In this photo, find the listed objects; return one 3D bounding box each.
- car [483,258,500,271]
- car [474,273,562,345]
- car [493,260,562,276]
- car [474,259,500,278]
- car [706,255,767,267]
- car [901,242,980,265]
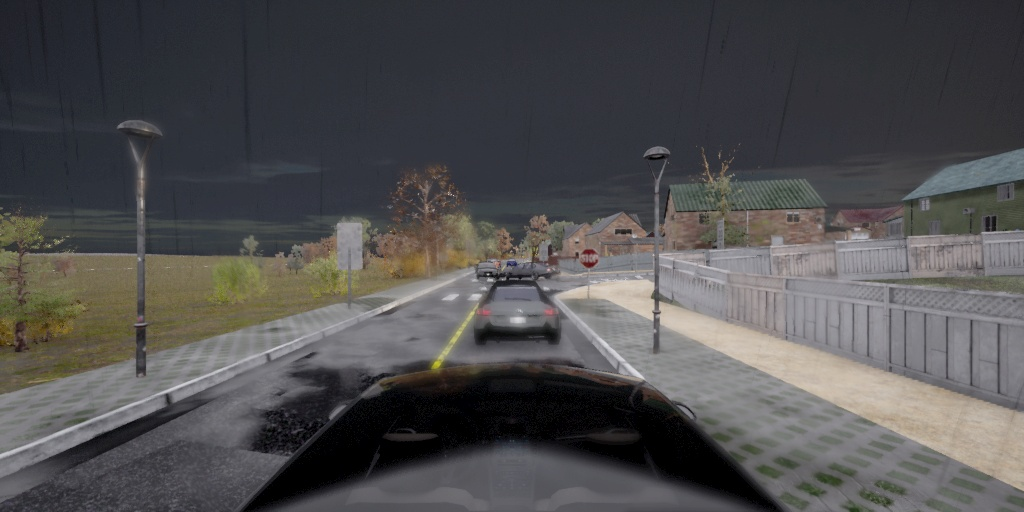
[{"bbox_3d":[-2.869,1.121,51.249,2.097,1.767,4.553,0,0,1],"label":"car"},{"bbox_3d":[0.099,1.313,9.506,1.994,1.385,4.181,0,0,-1],"label":"car"},{"bbox_3d":[1.325,1.198,28.522,5.357,1.411,2.033,-4,-3,43],"label":"car"},{"bbox_3d":[-2.264,1.258,31.431,1.837,1.490,4.892,0,0,-8],"label":"car"},{"bbox_3d":[14.378,0.413,22.904,4.181,1.385,1.994,-3,0,16],"label":"car"},{"bbox_3d":[23.880,-0.208,20.486,4.902,1.511,2.128,-3,0,14],"label":"car"}]
